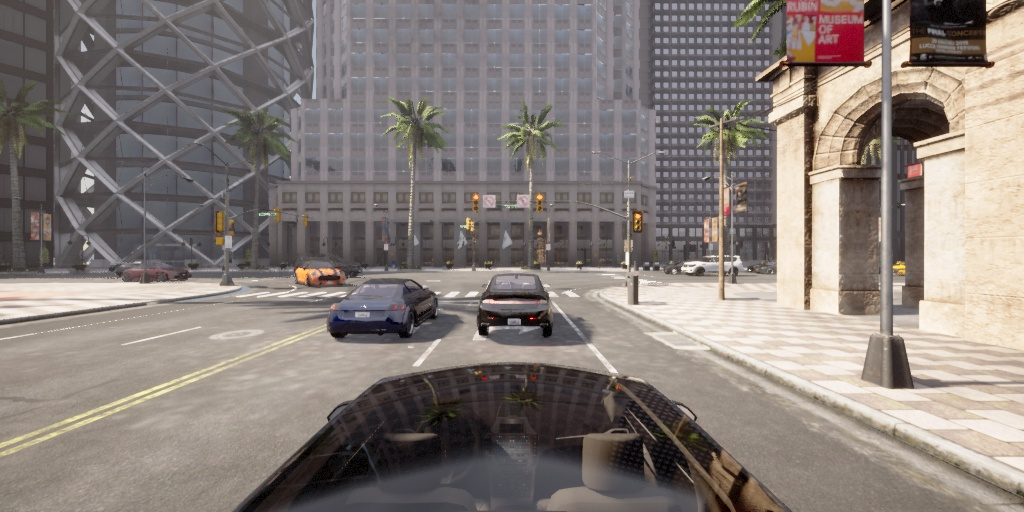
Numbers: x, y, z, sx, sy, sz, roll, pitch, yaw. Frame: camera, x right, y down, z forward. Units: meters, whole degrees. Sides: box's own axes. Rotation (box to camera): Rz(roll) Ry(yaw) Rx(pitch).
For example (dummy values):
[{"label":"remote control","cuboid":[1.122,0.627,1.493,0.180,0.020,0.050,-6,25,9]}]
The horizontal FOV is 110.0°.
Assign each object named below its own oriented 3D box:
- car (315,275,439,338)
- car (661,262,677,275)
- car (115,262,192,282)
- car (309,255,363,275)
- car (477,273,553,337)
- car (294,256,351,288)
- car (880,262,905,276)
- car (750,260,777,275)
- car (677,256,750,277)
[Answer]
[{"label":"car","cuboid":[-3.416,1.314,10.222,1.994,1.385,4.181,0,0,0]},{"label":"car","cuboid":[18.869,1.255,39.291,4.892,1.490,1.837,0,0,0]},{"label":"car","cuboid":[-28.123,1.313,28.468,4.181,1.385,1.994,0,0,-3]},{"label":"car","cuboid":[-16.439,0.970,32.190,5.566,2.045,2.150,0,0,0]},{"label":"car","cuboid":[0.121,1.242,10.352,2.128,1.511,4.902,0,0,2]},{"label":"car","cuboid":[-12.811,1.102,23.925,2.097,1.767,4.553,0,0,-43]},{"label":"car","cuboid":[40.424,1.227,35.697,5.008,1.535,1.882,0,0,0]},{"label":"car","cuboid":[28.832,1.314,39.249,4.181,1.385,1.994,0,0,0]},{"label":"car","cuboid":[19.989,0.972,35.787,5.566,2.045,2.150,0,0,0]}]
